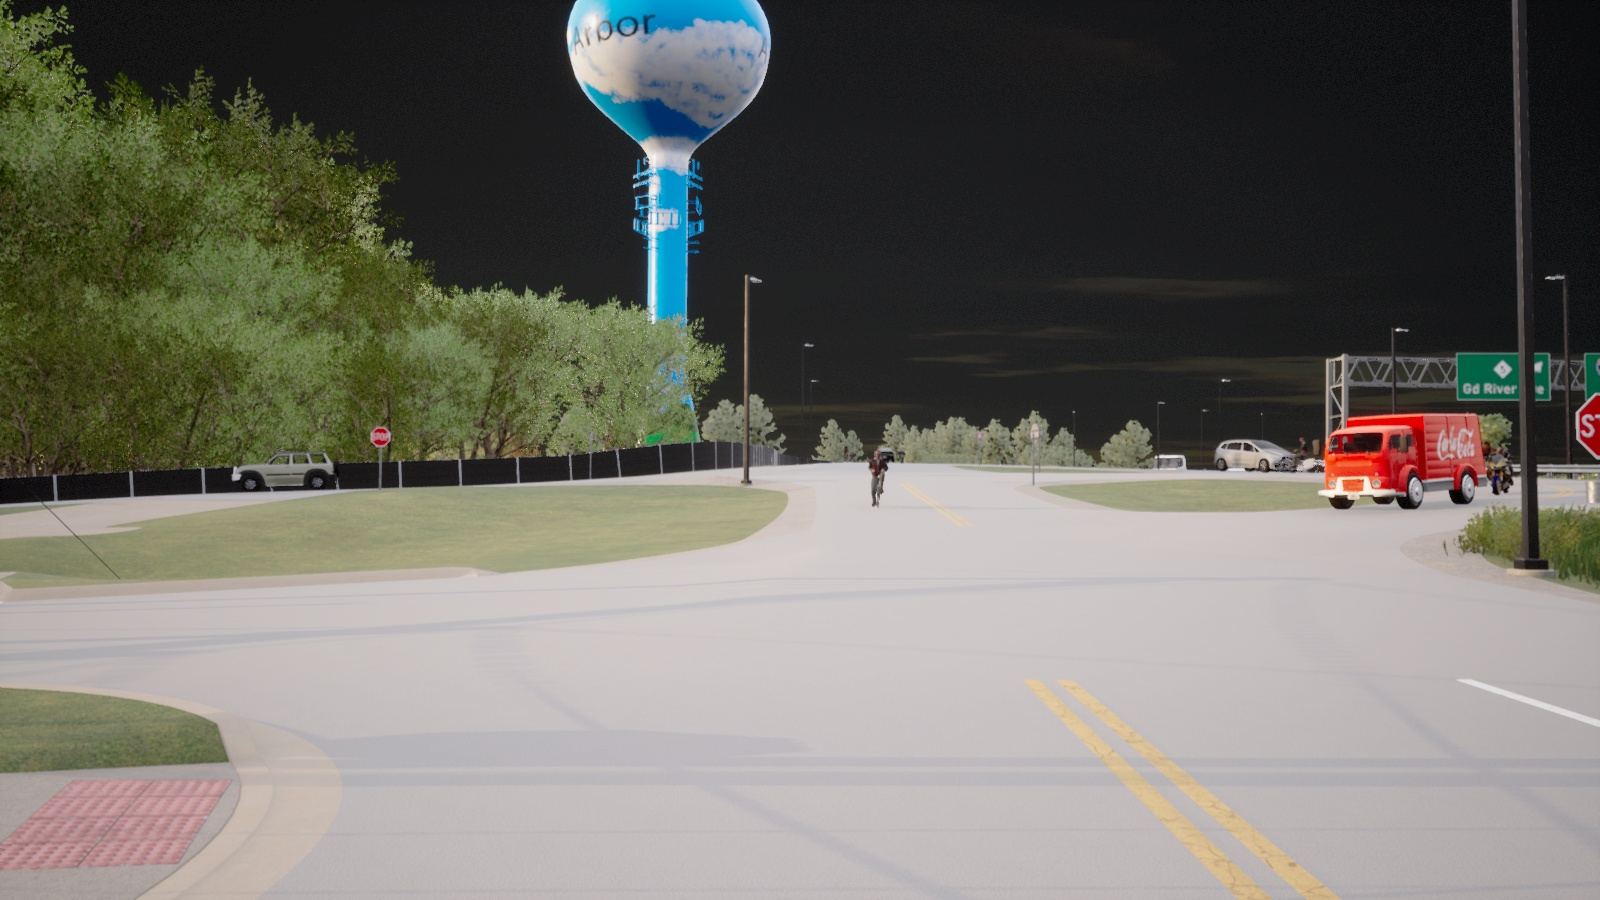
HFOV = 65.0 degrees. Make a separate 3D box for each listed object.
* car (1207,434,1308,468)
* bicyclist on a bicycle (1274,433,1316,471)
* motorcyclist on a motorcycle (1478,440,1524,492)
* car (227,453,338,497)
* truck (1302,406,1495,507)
[{"bbox_3d":[23.439,0.032,64.471,2.242,1.667,4.611,0,0,-25],"label":"car"},{"bbox_3d":[23.608,0.073,59.882,1.843,1.776,0.659,0,1,19],"label":"bicyclist on a bicycle"},{"bbox_3d":[21.834,0.475,39.113,0.866,1.530,2.191,-2,0,38],"label":"motorcyclist on a motorcycle"},{"bbox_3d":[-23.790,1.160,57.953,4.605,1.855,1.932,-2,-1,-20],"label":"car"},{"bbox_3d":[16.191,0.153,33.852,5.204,2.467,2.627,-2,-1,-39],"label":"truck"}]
